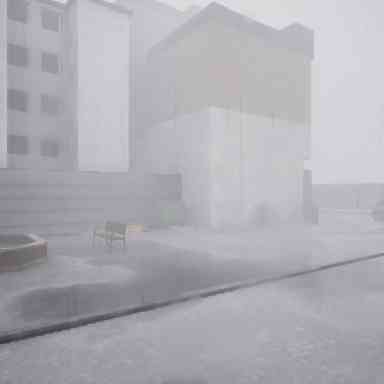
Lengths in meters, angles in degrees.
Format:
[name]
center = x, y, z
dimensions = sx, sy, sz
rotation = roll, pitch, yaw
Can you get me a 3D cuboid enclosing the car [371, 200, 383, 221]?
[car]
center = 15.781, 1.352, 24.396
dimensions = 2.097, 1.767, 4.553
rotation = 0, 0, -35
